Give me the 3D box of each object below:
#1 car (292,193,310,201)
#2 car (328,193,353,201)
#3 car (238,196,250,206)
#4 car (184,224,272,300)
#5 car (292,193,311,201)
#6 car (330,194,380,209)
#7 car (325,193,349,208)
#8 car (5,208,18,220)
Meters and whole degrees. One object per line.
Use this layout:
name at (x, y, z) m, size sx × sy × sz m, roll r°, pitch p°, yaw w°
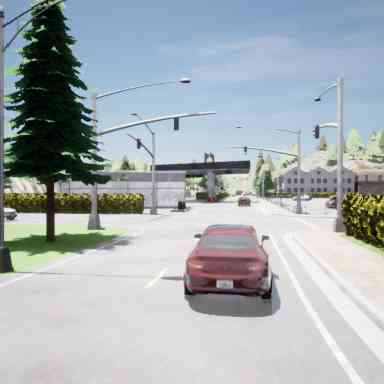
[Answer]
car at (24.846, 1.361, 75.796) m, size 3.806 × 1.475 × 1.970 m, roll 0°, pitch 0°, yaw 9°
car at (33.225, 1.097, 74.496) m, size 4.605 × 1.855 × 1.932 m, roll 0°, pitch 0°, yaw 9°
car at (8.658, 1.477, 55.070) m, size 1.882 × 1.535 × 5.008 m, roll 0°, pitch 0°, yaw 9°
car at (0.967, 1.526, 8.379) m, size 1.812 × 1.442 × 4.674 m, roll 0°, pitch 0°, yaw 9°
car at (25.974, 1.077, 78.983) m, size 3.866 × 1.878 × 1.905 m, roll 0°, pitch 0°, yaw 9°
car at (19.053, 1.340, 38.853) m, size 4.514 × 1.523 × 2.007 m, roll 0°, pitch 0°, yaw 9°
car at (19.495, 1.331, 41.959) m, size 5.027 × 1.636 × 2.152 m, roll 0°, pitch 0°, yaw 9°
car at (-16.170, 1.526, 26.160) m, size 4.674 × 1.442 × 1.812 m, roll 0°, pitch 0°, yaw 9°
